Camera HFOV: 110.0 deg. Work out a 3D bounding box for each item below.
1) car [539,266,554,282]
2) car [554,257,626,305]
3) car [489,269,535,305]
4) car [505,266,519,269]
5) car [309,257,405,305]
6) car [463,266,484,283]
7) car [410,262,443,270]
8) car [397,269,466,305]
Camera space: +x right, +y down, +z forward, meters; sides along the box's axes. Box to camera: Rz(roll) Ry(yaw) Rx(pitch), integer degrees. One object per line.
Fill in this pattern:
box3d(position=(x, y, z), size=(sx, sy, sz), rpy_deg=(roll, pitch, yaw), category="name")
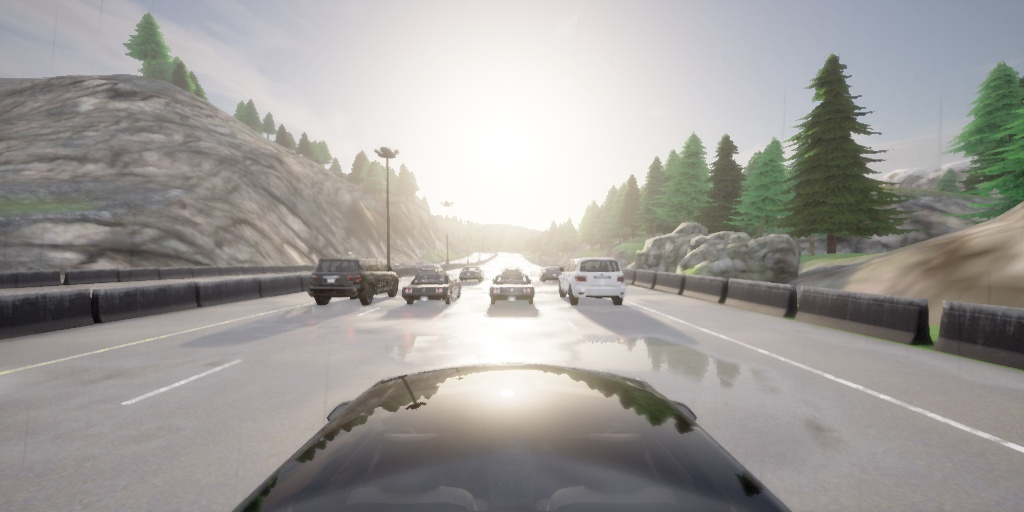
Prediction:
box3d(position=(3.500, 1.576, 31.544), size=(1.994, 1.385, 4.181), rpy_deg=(0, -1, 0), category="car")
box3d(position=(3.500, 1.090, 16.554), size=(2.150, 2.045, 5.566), rpy_deg=(0, -1, 0), category="car")
box3d(position=(0.000, 1.448, 16.554), size=(1.895, 1.301, 4.718), rpy_deg=(0, -1, 0), category="car")
box3d(position=(0.000, 1.576, 31.544), size=(1.994, 1.385, 4.181), rpy_deg=(0, -1, 0), category="car")
box3d(position=(-7.000, 1.089, 16.554), size=(2.150, 2.045, 5.566), rpy_deg=(0, -1, 0), category="car")
box3d(position=(-3.500, 1.567, 31.543), size=(2.033, 1.411, 5.357), rpy_deg=(0, -1, 0), category="car")
box3d(position=(-7.000, 1.498, 31.543), size=(2.128, 1.511, 4.902), rpy_deg=(0, -1, 0), category="car")
box3d(position=(-3.500, 1.448, 16.554), size=(1.895, 1.301, 4.718), rpy_deg=(0, -1, 0), category="car")
